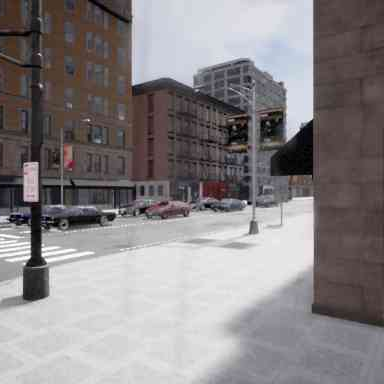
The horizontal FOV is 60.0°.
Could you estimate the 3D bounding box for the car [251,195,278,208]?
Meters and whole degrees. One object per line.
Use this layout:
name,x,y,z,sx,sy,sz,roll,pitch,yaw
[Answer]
car,9.882,1.173,44.618,2.097,1.767,4.553,0,0,36

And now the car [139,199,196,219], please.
car,-1.917,1.434,27.931,1.812,1.442,4.674,0,0,35

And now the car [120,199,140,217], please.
car,-4.457,1.405,29.967,2.128,1.511,4.902,0,0,35

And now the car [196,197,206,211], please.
car,1.376,1.362,38.248,2.128,1.511,4.902,0,0,35

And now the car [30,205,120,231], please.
car,-7.081,1.547,20.599,1.895,1.301,4.718,0,0,35

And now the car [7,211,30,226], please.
car,-9.737,1.553,22.472,1.895,1.301,4.718,0,0,35

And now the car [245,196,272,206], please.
car,10.132,1.354,50.543,2.033,1.411,5.357,0,0,36

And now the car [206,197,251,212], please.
car,4.080,1.411,36.447,2.033,1.411,5.357,0,0,35
